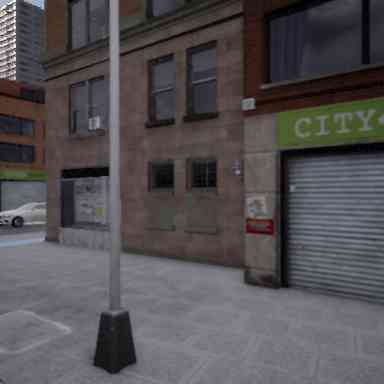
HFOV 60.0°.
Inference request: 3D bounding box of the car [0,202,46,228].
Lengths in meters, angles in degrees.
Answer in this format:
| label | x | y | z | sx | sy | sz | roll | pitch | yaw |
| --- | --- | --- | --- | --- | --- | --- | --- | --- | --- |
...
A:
| label | x | y | z | sx | sy | sz | roll | pitch | yaw |
| --- | --- | --- | --- | --- | --- | --- | --- | --- | --- |
| car | -10.231 | 1.397 | 21.687 | 1.812 | 1.442 | 4.674 | 0 | 0 | 35 |
